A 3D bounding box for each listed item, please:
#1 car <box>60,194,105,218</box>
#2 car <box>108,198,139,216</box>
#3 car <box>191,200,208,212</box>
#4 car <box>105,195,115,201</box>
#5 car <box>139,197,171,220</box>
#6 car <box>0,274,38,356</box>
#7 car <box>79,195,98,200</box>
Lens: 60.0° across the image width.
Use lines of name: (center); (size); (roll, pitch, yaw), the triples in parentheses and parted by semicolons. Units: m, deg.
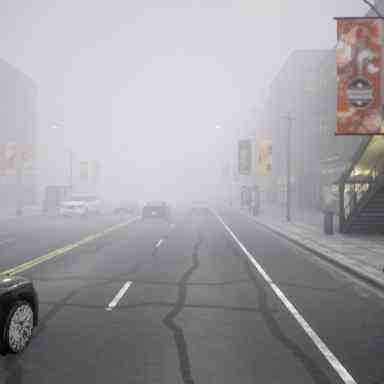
car: (-9.982, 1.199, 30.229); (2.150, 2.045, 5.566); (0, 0, 1)
car: (-6.430, 1.523, 33.093); (2.033, 1.411, 5.357); (0, 0, 1)
car: (0.871, 1.573, 38.124); (1.895, 1.301, 4.718); (0, 0, 1)
car: (-22.268, 1.531, 86.254); (4.718, 1.301, 1.895); (0, 0, 31)
car: (-2.832, 1.457, 27.475); (1.882, 1.535, 5.008); (0, 0, 1)
car: (-3.300, 1.488, 3.167); (2.128, 1.511, 4.902); (0, 0, 1)
car: (-27.529, 1.454, 88.525); (4.674, 1.452, 2.002); (0, 0, 21)
